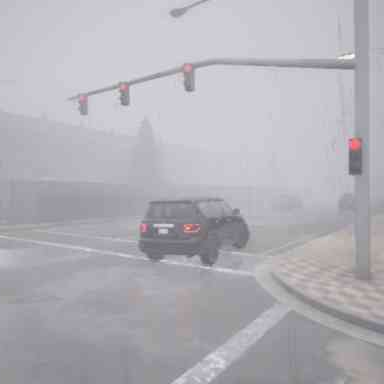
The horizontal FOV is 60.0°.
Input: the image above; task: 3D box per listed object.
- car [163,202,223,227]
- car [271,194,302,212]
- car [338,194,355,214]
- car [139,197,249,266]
[{"bbox_3d":[0.193,1.514,23.872,1.837,1.490,4.892,0,0,36],"label":"car"},{"bbox_3d":[11.231,1.230,39.267,2.150,2.045,5.566,0,0,36],"label":"car"},{"bbox_3d":[16.999,1.195,34.978,2.150,2.045,5.566,0,0,36],"label":"car"},{"bbox_3d":[0.308,1.200,11.853,2.150,2.045,5.566,-2,-1,25],"label":"car"}]
